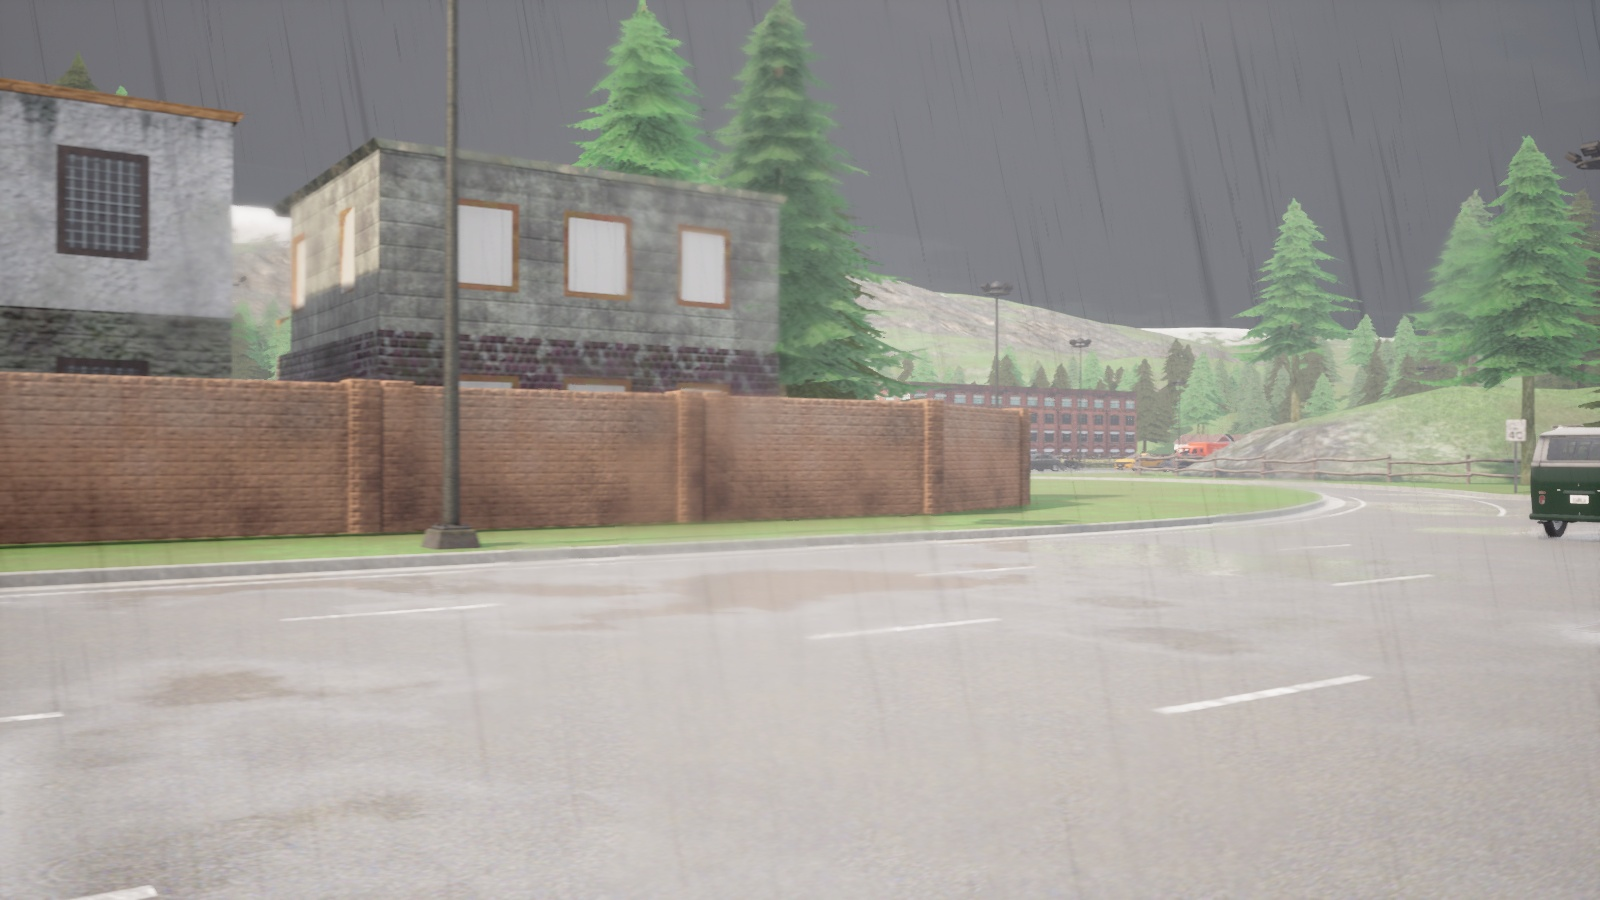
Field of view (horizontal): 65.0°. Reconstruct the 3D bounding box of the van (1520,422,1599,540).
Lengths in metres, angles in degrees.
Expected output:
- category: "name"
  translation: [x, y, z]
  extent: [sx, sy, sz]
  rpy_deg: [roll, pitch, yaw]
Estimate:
- category: "van"
  translation: [15.005, 0.521, 22.634]
  extent: [4.442, 1.987, 1.775]
  rpy_deg: [0, 0, -35]
